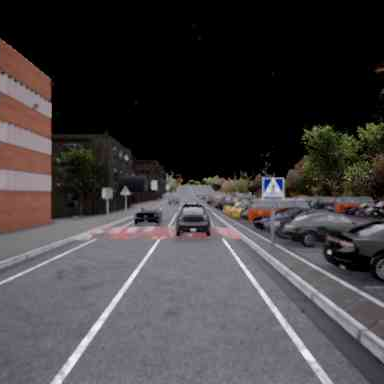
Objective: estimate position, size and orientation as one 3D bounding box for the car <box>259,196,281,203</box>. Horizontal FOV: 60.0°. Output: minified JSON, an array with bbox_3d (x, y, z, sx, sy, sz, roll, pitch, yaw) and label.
[{"bbox_3d":[18.060,1.727,77.235,4.553,1.767,2.185,0,0,-1],"label":"car"}]

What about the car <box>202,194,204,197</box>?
[{"bbox_3d":[5.479,1.840,82.714,4.792,1.488,2.163,0,0,-1],"label":"car"}]

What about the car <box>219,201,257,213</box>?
[{"bbox_3d":[5.894,1.910,43.134,4.674,1.452,2.002,0,-1,-1],"label":"car"}]

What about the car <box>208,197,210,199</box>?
[{"bbox_3d":[5.705,2.012,60.109,4.674,1.452,2.002,0,0,-1],"label":"car"}]

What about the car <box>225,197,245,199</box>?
[{"bbox_3d":[6.017,1.656,34.660,4.553,1.767,2.185,0,-1,-1],"label":"car"}]

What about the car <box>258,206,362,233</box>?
[{"bbox_3d":[6.177,1.644,17.706,4.674,1.452,2.002,0,-1,-1],"label":"car"}]

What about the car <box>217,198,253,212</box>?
[{"bbox_3d":[5.891,1.774,45.961,4.553,1.767,2.185,0,-1,-1],"label":"car"}]

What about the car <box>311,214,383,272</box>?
[{"bbox_3d":[6.263,1.512,9.230,5.008,1.535,2.097,0,-1,-1],"label":"car"}]

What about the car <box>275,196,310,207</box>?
[{"bbox_3d":[18.247,1.721,60.418,5.566,2.045,2.435,0,0,-1],"label":"car"}]

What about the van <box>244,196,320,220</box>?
[{"bbox_3d":[6.228,1.437,23.360,4.442,1.987,1.878,0,-1,-1],"label":"van"}]

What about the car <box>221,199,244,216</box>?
[{"bbox_3d":[5.831,1.749,31.831,5.366,1.575,1.946,0,-1,-1],"label":"car"}]

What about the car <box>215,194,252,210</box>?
[{"bbox_3d":[5.951,1.589,40.312,5.566,2.045,2.435,0,-1,-1],"label":"car"}]

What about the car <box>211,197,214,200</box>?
[{"bbox_3d":[5.768,2.024,54.444,4.674,1.452,2.002,0,-1,-1],"label":"car"}]

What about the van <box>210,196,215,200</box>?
[{"bbox_3d":[5.849,1.762,57.403,4.442,1.987,1.878,0,0,-1],"label":"van"}]

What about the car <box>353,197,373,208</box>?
[{"bbox_3d":[18.613,1.630,32.167,4.553,1.767,2.185,0,-1,-1],"label":"car"}]

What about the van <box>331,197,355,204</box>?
[{"bbox_3d":[18.636,1.588,37.689,4.442,1.987,1.878,0,-1,-1],"label":"van"}]

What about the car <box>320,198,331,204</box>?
[{"bbox_3d":[18.496,1.844,40.511,4.892,1.521,2.231,0,-1,-1],"label":"car"}]

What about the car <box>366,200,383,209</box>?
[{"bbox_3d":[18.608,1.726,29.342,5.008,1.535,2.097,0,-1,-1],"label":"car"}]

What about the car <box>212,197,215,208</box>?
[{"bbox_3d":[5.823,1.929,48.785,5.008,1.535,2.097,0,-1,-1],"label":"car"}]

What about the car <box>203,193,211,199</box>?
[{"bbox_3d":[5.611,1.680,65.757,5.566,2.045,2.435,0,0,-1],"label":"car"}]

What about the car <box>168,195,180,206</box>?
[{"bbox_3d":[-3.725,1.684,68.014,2.150,2.045,5.566,0,0,-1],"label":"car"}]

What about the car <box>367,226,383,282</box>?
[{"bbox_3d":[6.297,1.519,6.403,4.674,1.452,2.002,0,-1,-1],"label":"car"}]

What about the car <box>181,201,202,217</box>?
[{"bbox_3d":[-0.039,1.834,36.613,2.128,1.511,4.902,0,-1,0],"label":"car"}]

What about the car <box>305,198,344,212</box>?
[{"bbox_3d":[18.396,1.778,46.283,4.553,1.767,2.185,0,-1,-1],"label":"car"}]

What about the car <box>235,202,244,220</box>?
[{"bbox_3d":[6.077,1.733,26.182,4.674,1.452,2.002,0,-1,-1],"label":"car"}]

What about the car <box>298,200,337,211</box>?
[{"bbox_3d":[18.430,1.962,48.979,4.792,1.488,2.163,0,-1,-1],"label":"car"}]

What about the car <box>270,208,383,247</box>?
[{"bbox_3d":[6.203,1.614,14.880,4.674,1.452,2.002,0,-1,-1],"label":"car"}]

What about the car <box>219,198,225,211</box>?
[{"bbox_3d":[6.139,1.808,37.486,5.366,1.575,1.946,0,-1,-1],"label":"car"}]

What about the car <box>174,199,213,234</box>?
[{"bbox_3d":[0.060,1.507,19.376,1.837,1.490,4.892,0,4,0],"label":"car"}]

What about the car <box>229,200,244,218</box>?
[{"bbox_3d":[6.234,1.719,29.009,5.366,1.575,1.946,0,-1,-1],"label":"car"}]

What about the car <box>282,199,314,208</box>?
[{"bbox_3d":[18.301,1.989,57.586,5.008,1.535,2.097,0,1,-1],"label":"car"}]

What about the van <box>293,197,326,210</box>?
[{"bbox_3d":[18.249,1.736,51.806,4.442,1.987,1.878,0,-1,-1],"label":"van"}]

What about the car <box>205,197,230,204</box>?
[{"bbox_3d":[5.730,1.868,74.238,5.366,1.575,1.946,0,0,-1],"label":"car"}]

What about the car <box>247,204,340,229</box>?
[{"bbox_3d":[6.113,1.663,20.531,4.792,1.488,2.163,0,-1,-1],"label":"car"}]

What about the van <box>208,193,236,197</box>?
[{"bbox_3d":[5.787,1.726,62.934,4.442,1.987,1.878,0,0,-1],"label":"van"}]

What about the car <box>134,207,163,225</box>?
[{"bbox_3d":[-3.424,1.852,26.716,1.895,1.301,4.718,0,-1,0],"label":"car"}]

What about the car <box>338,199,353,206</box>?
[{"bbox_3d":[18.556,1.785,34.989,5.008,1.535,2.097,0,-1,-1],"label":"car"}]
